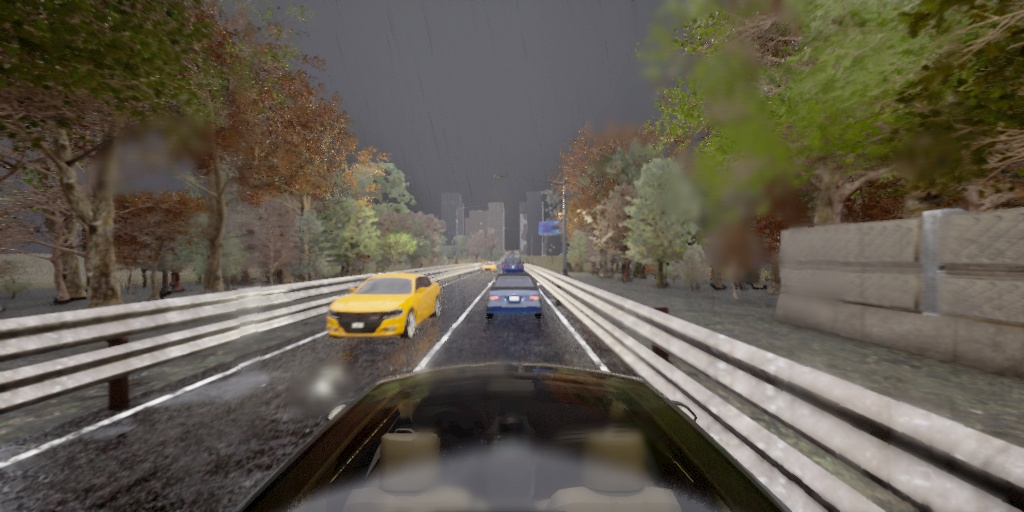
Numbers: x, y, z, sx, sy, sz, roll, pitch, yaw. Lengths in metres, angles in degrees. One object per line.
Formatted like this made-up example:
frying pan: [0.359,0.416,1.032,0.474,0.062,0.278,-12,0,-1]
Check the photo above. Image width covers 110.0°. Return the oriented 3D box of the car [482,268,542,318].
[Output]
car: [0.077,1.314,13.097,2.033,1.411,5.357,0,0,0]

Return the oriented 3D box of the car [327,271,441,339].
car: [-3.349,1.235,10.297,1.882,1.535,5.008,0,0,0]

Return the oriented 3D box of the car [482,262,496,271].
car: [-3.322,1.643,52.200,1.882,1.535,5.008,0,0,0]

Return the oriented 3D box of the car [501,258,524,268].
car: [0.103,1.192,37.080,2.150,2.045,5.566,0,-1,0]
